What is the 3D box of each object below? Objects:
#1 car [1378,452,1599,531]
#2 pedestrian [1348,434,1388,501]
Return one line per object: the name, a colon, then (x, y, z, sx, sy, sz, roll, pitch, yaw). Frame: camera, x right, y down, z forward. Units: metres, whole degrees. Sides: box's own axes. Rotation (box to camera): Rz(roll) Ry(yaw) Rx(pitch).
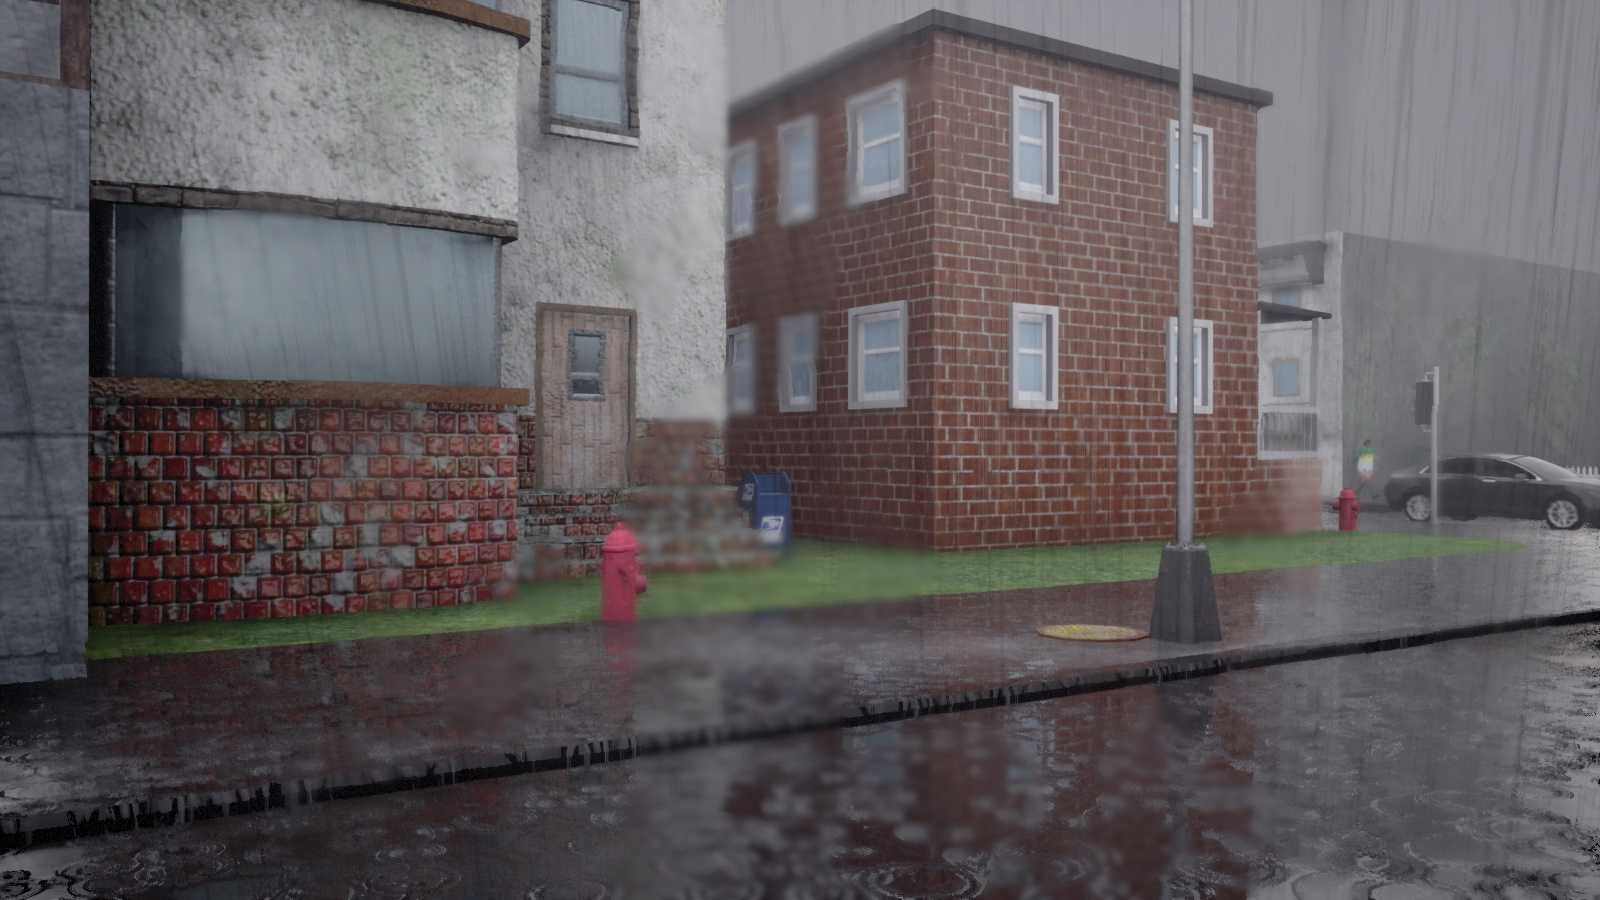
car: (14.758, 0.782, 25.948, 1.837, 1.490, 4.892, 0, 0, -33)
pedestrian: (16.948, 0.510, 37.454, 0.659, 1.952, 0.873, 0, 0, -20)
